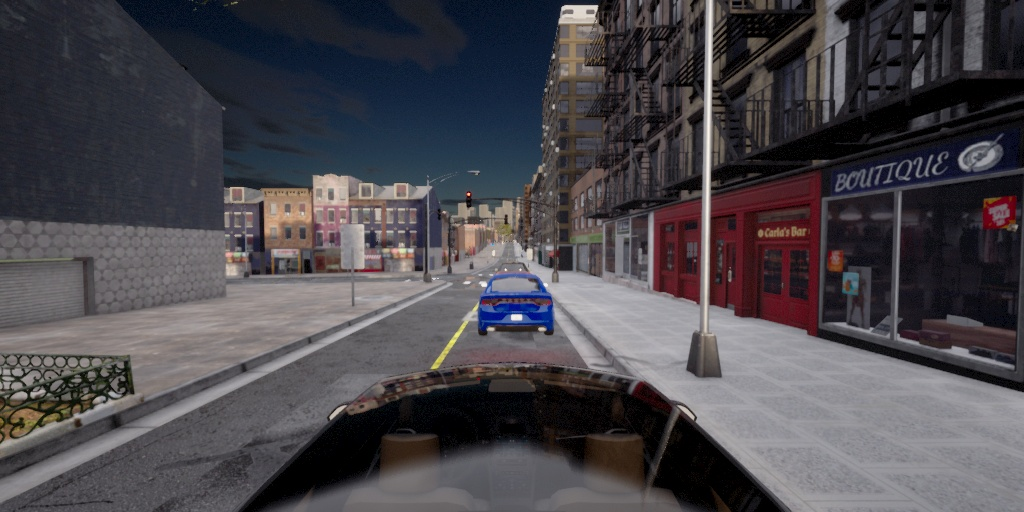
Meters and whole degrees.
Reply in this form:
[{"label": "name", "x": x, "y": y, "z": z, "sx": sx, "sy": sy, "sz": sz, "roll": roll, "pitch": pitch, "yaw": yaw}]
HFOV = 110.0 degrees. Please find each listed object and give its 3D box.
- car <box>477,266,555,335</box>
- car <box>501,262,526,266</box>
[{"label": "car", "x": 0.087, "y": 1.227, "z": 10.502, "sx": 1.882, "sy": 1.535, "sz": 5.008, "roll": 0, "pitch": 0, "yaw": 0}, {"label": "car", "x": 0.053, "y": 1.107, "z": 20.495, "sx": 2.097, "sy": 1.767, "sz": 4.553, "roll": 0, "pitch": 0, "yaw": 0}]
